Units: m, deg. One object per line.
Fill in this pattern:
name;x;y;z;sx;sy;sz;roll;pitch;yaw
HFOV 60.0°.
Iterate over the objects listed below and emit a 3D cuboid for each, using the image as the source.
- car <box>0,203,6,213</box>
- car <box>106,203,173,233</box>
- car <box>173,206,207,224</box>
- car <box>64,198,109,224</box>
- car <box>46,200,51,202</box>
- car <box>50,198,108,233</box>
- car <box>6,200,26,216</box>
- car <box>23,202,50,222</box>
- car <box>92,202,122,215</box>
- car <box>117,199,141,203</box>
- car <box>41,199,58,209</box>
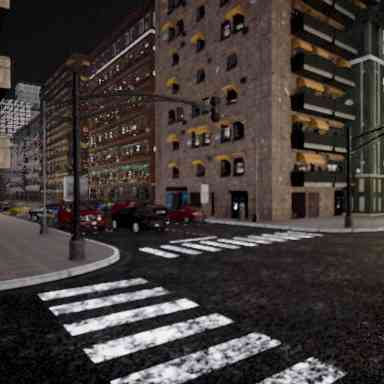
car;-26.863;2.241;48.488;1.947;1.339;4.313;-1;0;-37
car;-3.523;1.690;21.441;1.882;1.535;5.008;0;-1;-37
car;-0.454;1.811;27.231;1.802;1.307;4.206;-1;0;-37
car;-9.482;1.561;29.495;2.150;2.045;5.566;0;-1;-36
car;-15.524;1.994;37.671;1.812;1.442;4.674;0;-1;-36
car;-7.430;1.572;22.114;2.192;1.841;5.009;-1;0;-37
car;-20.573;2.064;39.878;1.752;1.417;4.829;-1;0;-36
car;-14.049;1.949;31.063;2.008;1.369;4.403;-1;0;-37
car;-10.391;1.992;40.657;2.008;1.369;4.403;-1;0;-37
car;-7.084;1.686;36.182;2.192;1.841;5.009;-1;0;-37
car;-27.044;2.239;62.968;1.967;1.590;4.097;-1;0;-36
